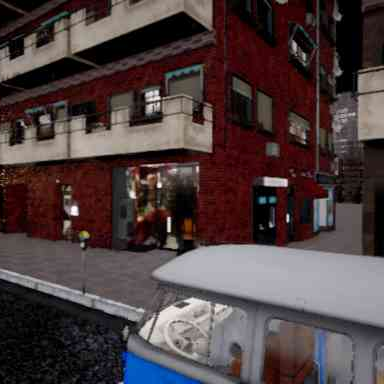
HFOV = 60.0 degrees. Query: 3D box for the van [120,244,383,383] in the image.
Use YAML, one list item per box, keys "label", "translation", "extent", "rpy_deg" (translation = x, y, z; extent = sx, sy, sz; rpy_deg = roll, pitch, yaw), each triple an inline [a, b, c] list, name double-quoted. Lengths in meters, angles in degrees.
- label: "van"
  translation: [1.307, 1.341, 1.947]
  extent: [3.998, 1.788, 1.690]
  rpy_deg: [0, 0, 36]
